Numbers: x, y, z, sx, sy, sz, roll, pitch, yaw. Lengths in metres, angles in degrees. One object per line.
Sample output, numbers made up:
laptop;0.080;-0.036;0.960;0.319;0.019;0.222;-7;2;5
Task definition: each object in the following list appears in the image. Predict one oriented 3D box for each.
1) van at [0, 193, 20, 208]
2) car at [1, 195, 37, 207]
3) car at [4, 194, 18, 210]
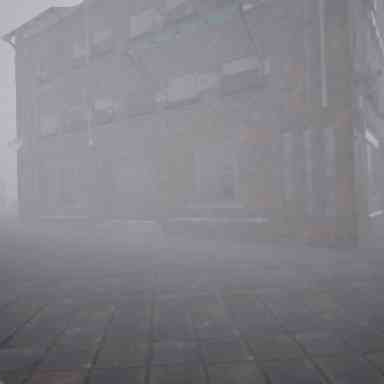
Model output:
van;-27.458;1.258;48.285;4.442;1.987;1.878;-2;2;24
car;-26.448;1.336;50.901;4.892;1.521;2.231;-2;2;24
car;-18.422;1.060;38.524;5.566;2.045;2.435;-2;2;24
